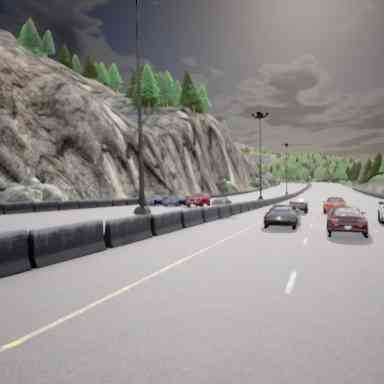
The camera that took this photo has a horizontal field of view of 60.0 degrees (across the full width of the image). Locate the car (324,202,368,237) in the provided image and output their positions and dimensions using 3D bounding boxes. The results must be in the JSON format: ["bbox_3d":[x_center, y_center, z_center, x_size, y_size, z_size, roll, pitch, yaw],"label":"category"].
[{"bbox_3d":[8.183,1.489,17.743,1.812,1.442,4.674,0,0,21],"label":"car"}]

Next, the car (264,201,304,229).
[{"bbox_3d":[5.858,1.517,21.393,1.994,1.385,4.181,0,0,21],"label":"car"}]

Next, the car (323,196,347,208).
[{"bbox_3d":[14.226,1.285,33.113,2.097,1.767,4.553,0,0,21],"label":"car"}]

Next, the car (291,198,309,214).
[{"bbox_3d":[11.257,1.418,35.123,2.128,1.511,4.902,0,0,21],"label":"car"}]

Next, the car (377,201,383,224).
[{"bbox_3d":[13.136,1.178,20.772,2.150,2.045,5.566,0,0,21],"label":"car"}]

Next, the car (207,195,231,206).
[{"bbox_3d":[4.027,1.429,45.727,1.812,1.442,4.674,0,0,22],"label":"car"}]

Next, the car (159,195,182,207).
[{"bbox_3d":[-2.440,1.247,48.408,2.097,1.767,4.553,0,0,22],"label":"car"}]

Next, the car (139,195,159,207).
[{"bbox_3d":[-5.972,1.246,49.010,2.097,1.767,4.553,0,0,22],"label":"car"}]

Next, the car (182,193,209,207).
[{"bbox_3d":[0.993,1.117,47.561,2.150,2.045,5.566,0,0,22],"label":"car"}]
